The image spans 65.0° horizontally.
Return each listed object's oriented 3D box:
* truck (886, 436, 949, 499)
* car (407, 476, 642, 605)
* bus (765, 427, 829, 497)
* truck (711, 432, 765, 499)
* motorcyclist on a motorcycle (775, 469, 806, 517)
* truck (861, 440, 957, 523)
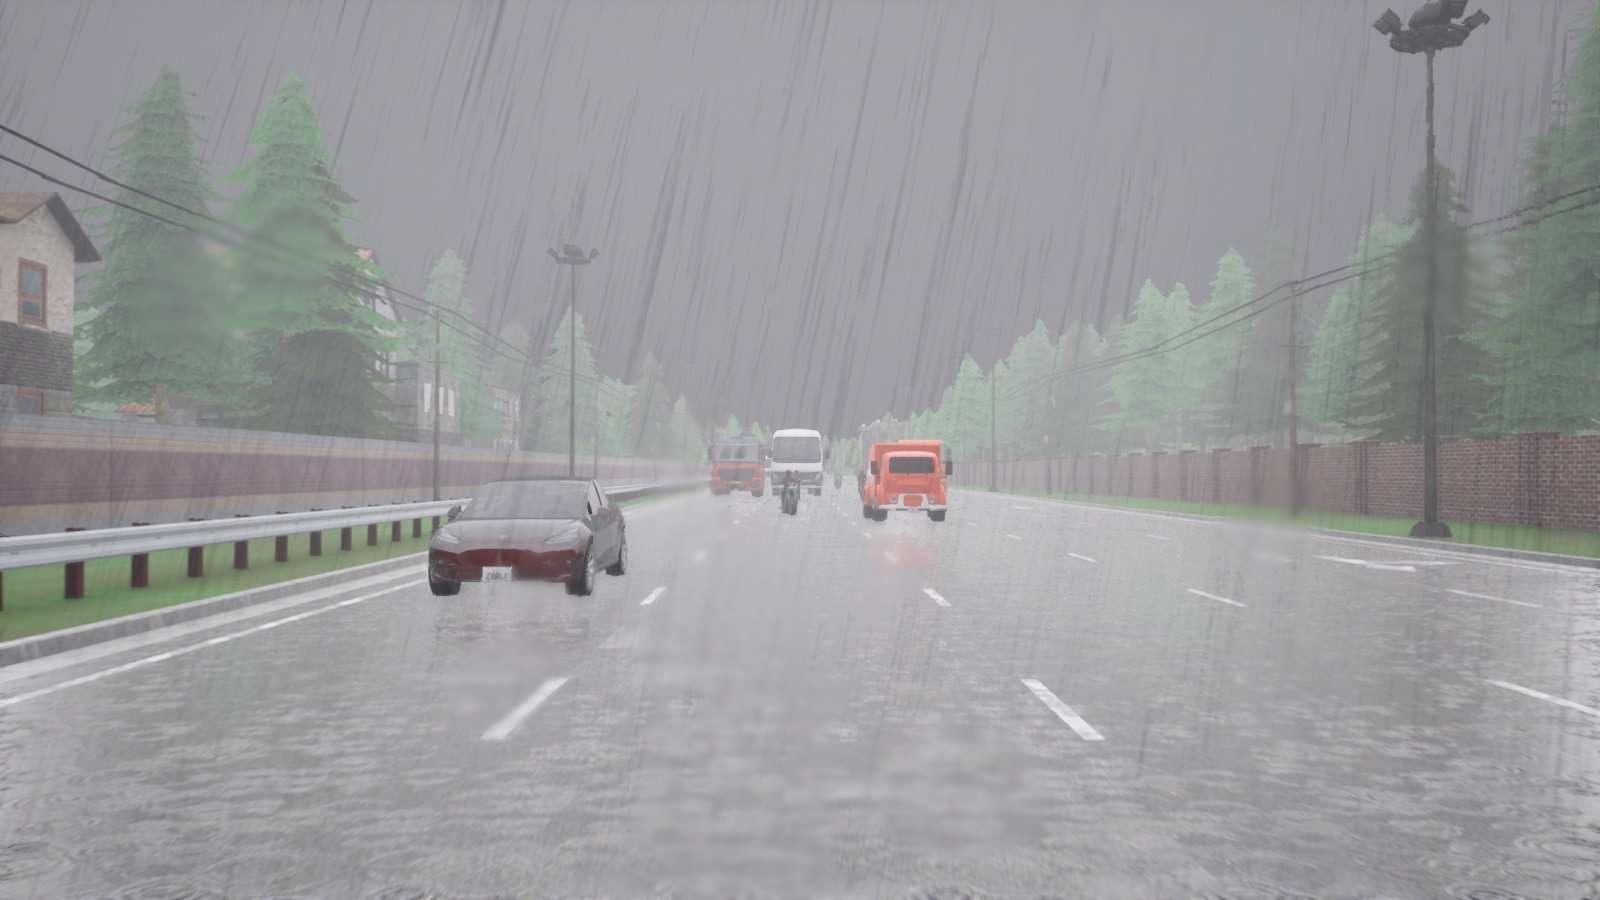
[{"bbox_3d":[6.819,1.043,73.904,2.891,3.462,7.936,0,-1,0],"label":"truck"},{"bbox_3d":[-3.542,1.116,17.168,2.163,1.488,4.792,0,-1,0],"label":"car"},{"bbox_3d":[-0.203,0.815,82.209,3.944,4.253,10.273,0,-1,0],"label":"bus"},{"bbox_3d":[-3.689,0.948,76.660,2.891,3.827,8.468,0,-1,0],"label":"truck"},{"bbox_3d":[-0.349,1.518,44.914,0.766,1.649,2.350,-1,-1,-9],"label":"motorcyclist on a motorcycle"},{"bbox_3d":[3.401,0.991,40.418,2.627,2.467,5.204,0,-1,0],"label":"truck"}]
